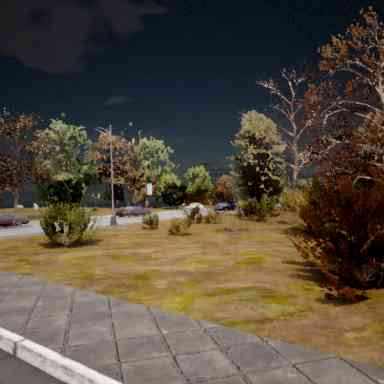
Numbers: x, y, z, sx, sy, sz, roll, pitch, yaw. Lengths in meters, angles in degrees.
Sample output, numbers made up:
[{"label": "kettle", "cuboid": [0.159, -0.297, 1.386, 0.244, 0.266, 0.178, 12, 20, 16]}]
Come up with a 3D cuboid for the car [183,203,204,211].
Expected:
[{"label": "car", "cuboid": [0.339, 2.565, 54.919, 1.812, 1.442, 4.674, -3, -2, 32]}]

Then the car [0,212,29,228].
[{"label": "car", "cuboid": [-16.674, 2.432, 28.097, 2.033, 1.411, 5.357, -3, -2, 33]}]

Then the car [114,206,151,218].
[{"label": "car", "cuboid": [-7.503, 2.487, 42.484, 2.033, 1.411, 5.357, -3, -2, 32]}]

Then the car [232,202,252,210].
[{"label": "car", "cuboid": [9.414, 2.576, 62.495, 1.895, 1.301, 4.718, -3, -2, 33]}]

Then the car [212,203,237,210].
[{"label": "car", "cuboid": [4.842, 2.290, 48.684, 1.895, 1.301, 4.718, -3, -2, 32]}]
